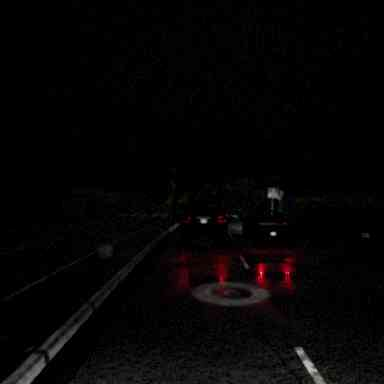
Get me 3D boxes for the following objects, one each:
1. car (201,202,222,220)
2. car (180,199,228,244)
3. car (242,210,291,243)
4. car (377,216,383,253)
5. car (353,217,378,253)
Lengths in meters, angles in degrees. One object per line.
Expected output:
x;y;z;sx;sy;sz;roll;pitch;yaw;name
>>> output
1.961;1.799;32.835;1.837;1.490;4.892;0;-1;6;car
0.649;1.355;16.821;2.150;2.045;5.566;0;0;3;car
3.672;1.639;16.934;2.128;1.511;4.902;0;-1;3;car
8.217;1.572;9.482;4.892;1.521;2.231;1;-1;-18;car
8.368;1.630;12.444;4.792;1.488;2.163;1;-1;-17;car
